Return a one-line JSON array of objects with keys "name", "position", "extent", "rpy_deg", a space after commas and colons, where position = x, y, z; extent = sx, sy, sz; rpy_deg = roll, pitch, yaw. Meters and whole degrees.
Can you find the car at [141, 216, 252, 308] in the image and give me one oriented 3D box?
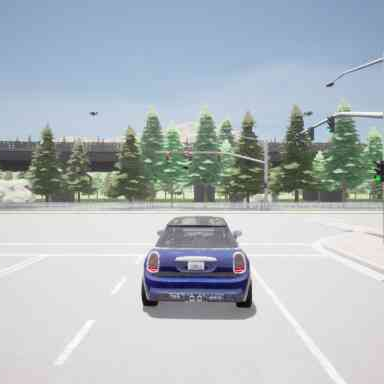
[{"name": "car", "position": [0.167, 1.352, 8.127], "extent": [2.097, 1.767, 4.553], "rpy_deg": [0, 0, 3]}]
